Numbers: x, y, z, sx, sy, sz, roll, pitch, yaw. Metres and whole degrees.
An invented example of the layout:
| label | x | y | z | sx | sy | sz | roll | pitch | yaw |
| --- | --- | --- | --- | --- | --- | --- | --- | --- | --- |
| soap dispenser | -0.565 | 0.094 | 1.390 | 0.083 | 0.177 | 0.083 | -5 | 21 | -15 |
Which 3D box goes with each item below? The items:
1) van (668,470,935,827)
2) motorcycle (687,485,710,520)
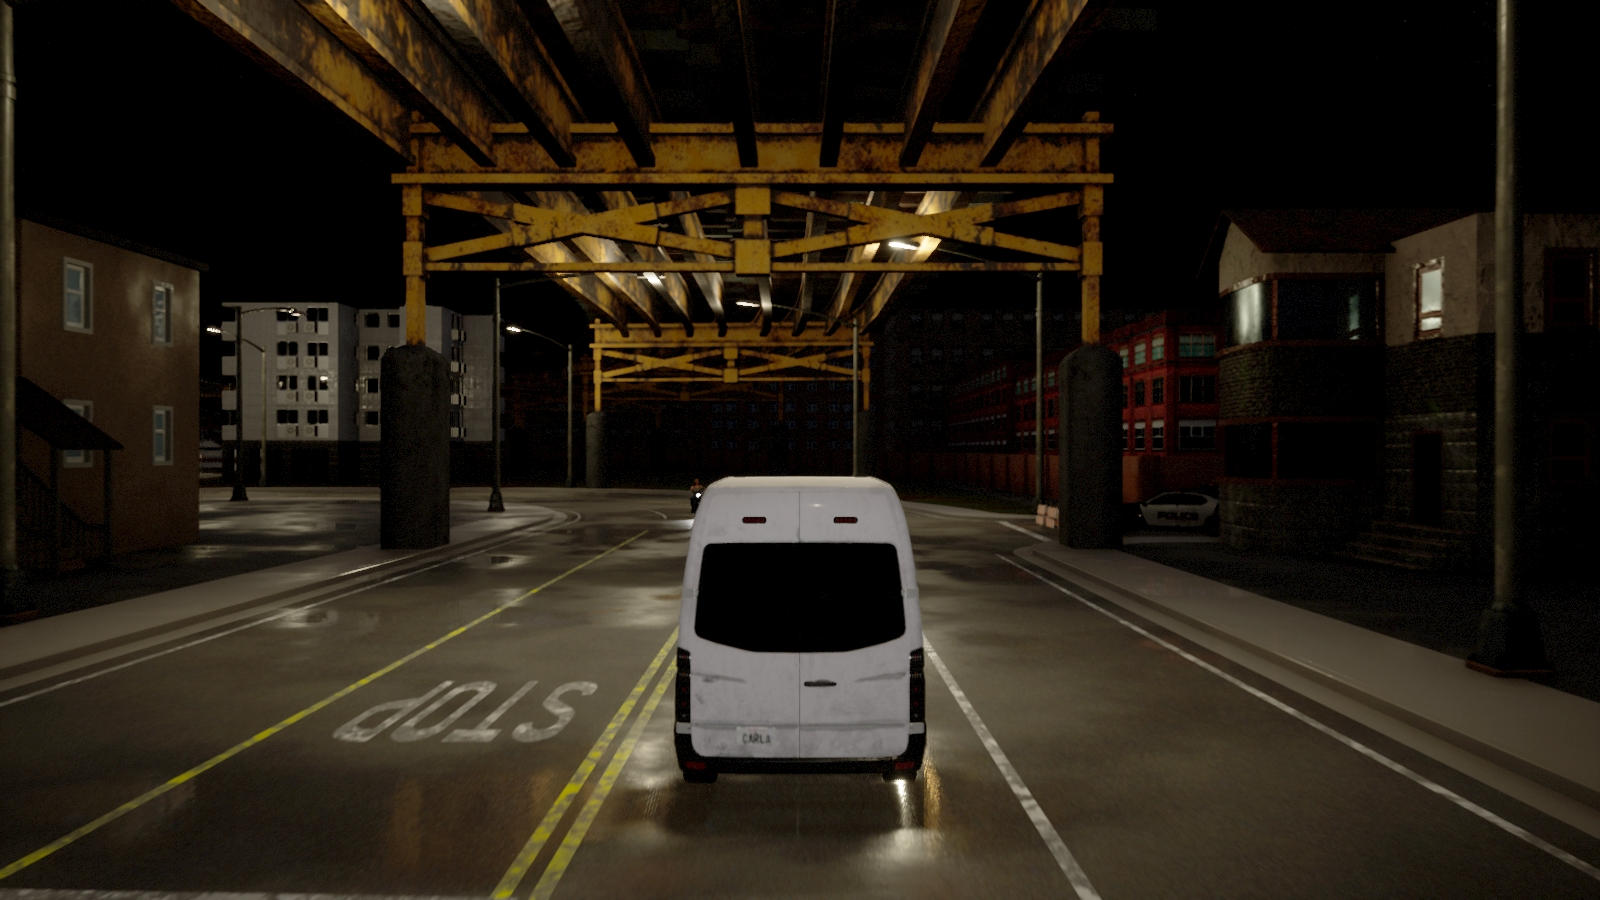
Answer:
| label | x | y | z | sx | sy | sz | roll | pitch | yaw |
| --- | --- | --- | --- | --- | --- | --- | --- | --- | --- |
| van | 0.011 | 1.532 | 11.474 | 1.988 | 2.561 | 5.915 | 0 | 0 | 0 |
| motorcycle | -4.162 | 2.134 | 46.794 | 0.764 | 1.332 | 2.356 | -1 | 0 | -9 |
